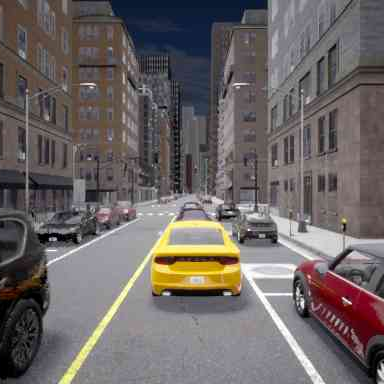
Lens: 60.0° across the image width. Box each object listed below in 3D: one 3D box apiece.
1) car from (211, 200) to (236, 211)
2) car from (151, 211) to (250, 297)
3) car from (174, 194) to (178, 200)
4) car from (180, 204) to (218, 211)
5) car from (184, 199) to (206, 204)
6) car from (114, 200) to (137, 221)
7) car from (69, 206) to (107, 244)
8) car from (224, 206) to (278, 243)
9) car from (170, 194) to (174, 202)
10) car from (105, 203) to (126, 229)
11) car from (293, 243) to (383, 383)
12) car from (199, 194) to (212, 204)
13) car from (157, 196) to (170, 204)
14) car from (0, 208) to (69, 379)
[{"bbox_3d":[2.843,1.570,26.727,1.947,1.339,4.313,0,0,0],"label":"car"},{"bbox_3d":[0.090,1.478,8.649,1.882,1.535,5.008,0,0,0],"label":"car"},{"bbox_3d":[-5.628,1.639,90.699,1.752,1.417,4.829,0,0,0],"label":"car"},{"bbox_3d":[0.098,1.566,17.643,1.994,1.385,4.181,0,0,-1],"label":"car"},{"bbox_3d":[-0.013,1.529,26.454,1.812,1.442,4.674,0,0,1],"label":"car"},{"bbox_3d":[-5.683,1.444,26.724,1.967,1.590,4.097,0,0,0],"label":"car"},{"bbox_3d":[-5.677,1.567,15.721,1.947,1.339,4.313,0,0,0],"label":"car"},{"bbox_3d":[2.848,1.552,15.725,2.008,1.369,4.403,0,0,0],"label":"car"},{"bbox_3d":[-5.650,1.617,74.644,2.008,1.369,4.403,0,0,0],"label":"car"},{"bbox_3d":[-5.680,1.584,21.222,1.802,1.307,4.206,0,0,0],"label":"car"},{"bbox_3d":[2.853,1.440,4.722,1.967,1.590,4.097,0,0,0],"label":"car"},{"bbox_3d":[2.860,1.485,63.818,1.967,1.590,4.097,0,0,0],"label":"car"},{"bbox_3d":[-5.665,1.627,63.827,1.802,1.307,4.206,0,0,0],"label":"car"},{"bbox_3d":[-3.102,1.221,2.590,2.150,2.045,5.566,0,0,0],"label":"car"}]
